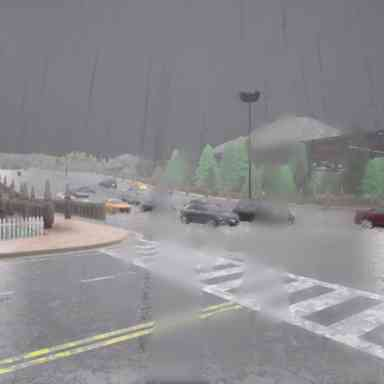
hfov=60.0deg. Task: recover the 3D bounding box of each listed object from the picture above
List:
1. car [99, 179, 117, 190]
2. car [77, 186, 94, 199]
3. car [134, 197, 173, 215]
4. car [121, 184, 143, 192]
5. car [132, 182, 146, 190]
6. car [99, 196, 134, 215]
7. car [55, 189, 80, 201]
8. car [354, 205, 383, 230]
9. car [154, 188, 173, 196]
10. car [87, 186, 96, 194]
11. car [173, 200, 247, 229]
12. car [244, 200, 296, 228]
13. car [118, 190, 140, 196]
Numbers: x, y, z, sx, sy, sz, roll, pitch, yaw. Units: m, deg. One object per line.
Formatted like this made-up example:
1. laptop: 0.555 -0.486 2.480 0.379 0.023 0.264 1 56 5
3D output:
1. car: -17.648 -1.706 69.989 2.150 2.045 5.566 0 7 -37
2. car: -17.989 0.267 52.817 2.033 1.411 5.357 0 6 -37
3. car: -3.544 1.484 33.617 2.128 1.511 4.902 0 0 -37
4. car: -11.528 -0.064 61.964 1.895 1.301 4.718 0 7 -37
5. car: -11.950 -1.425 74.018 1.882 1.535 5.008 0 7 -37
6. car: -7.823 1.451 33.466 1.882 1.535 5.008 0 1 -37
7. car: -17.632 0.734 46.474 1.812 1.442 4.674 0 5 -37
8. car: 11.946 1.477 19.008 1.882 1.535 5.008 0 0 -37
9. car: -5.686 -0.126 65.843 2.128 1.511 4.902 0 7 -37
10. car: -19.034 -0.428 60.136 1.895 1.301 4.718 0 7 -37
11. car: 1.032 1.506 21.804 1.837 1.490 4.892 0 0 -37
12. car: 4.785 1.351 22.649 2.097 1.767 4.553 0 0 -37
13. car: -9.088 1.063 46.743 1.837 1.490 4.892 0 4 -37
